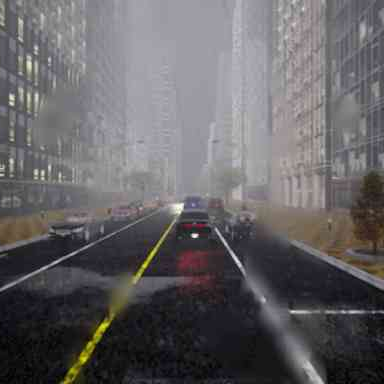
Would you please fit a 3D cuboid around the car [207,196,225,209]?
[{"bbox_3d":[2.743,1.560,39.527,2.192,1.841,5.009,-1,0,0],"label":"car"}]

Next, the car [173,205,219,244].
[{"bbox_3d":[0.125,1.608,16.500,1.837,1.490,4.892,0,0,0],"label":"car"}]

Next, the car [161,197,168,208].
[{"bbox_3d":[-5.608,1.915,56.589,1.947,1.339,4.313,-1,0,0],"label":"car"}]

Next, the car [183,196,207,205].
[{"bbox_3d":[0.159,1.449,36.609,2.150,2.045,5.566,0,0,0],"label":"car"}]

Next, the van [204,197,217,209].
[{"bbox_3d":[2.762,1.656,50.893,1.690,1.788,3.998,-1,0,0],"label":"van"}]

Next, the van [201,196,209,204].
[{"bbox_3d":[2.798,1.793,73.627,1.690,1.788,3.998,-1,0,0],"label":"van"}]

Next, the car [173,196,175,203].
[{"bbox_3d":[-5.572,1.926,79.324,1.967,1.590,4.097,-1,0,0],"label":"car"}]

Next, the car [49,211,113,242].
[{"bbox_3d":[-5.672,1.656,16.804,2.008,1.369,4.403,-1,0,0],"label":"car"}]

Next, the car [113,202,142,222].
[{"bbox_3d":[-5.653,1.757,28.171,1.802,1.307,4.206,-1,0,0],"label":"car"}]

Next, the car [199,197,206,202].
[{"bbox_3d":[2.828,2.104,90.677,2.008,1.369,4.403,-1,0,0],"label":"car"}]

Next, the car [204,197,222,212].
[{"bbox_3d":[2.752,1.595,45.211,2.192,1.841,5.009,-1,0,0],"label":"car"}]

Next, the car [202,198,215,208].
[{"bbox_3d":[2.772,1.790,56.576,1.967,1.590,4.097,-1,0,0],"label":"car"}]

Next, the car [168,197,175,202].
[{"bbox_3d":[-5.553,2.136,90.690,1.802,1.307,4.206,-1,0,0],"label":"car"}]

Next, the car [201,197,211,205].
[{"bbox_3d":[2.790,1.858,67.943,1.967,1.590,4.097,-1,0,0],"label":"car"}]

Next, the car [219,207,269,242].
[{"bbox_3d":[2.709,1.656,16.790,2.008,1.369,4.403,-1,0,0],"label":"car"}]

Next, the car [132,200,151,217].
[{"bbox_3d":[-5.645,1.651,33.855,1.967,1.590,4.097,-1,0,0],"label":"car"}]

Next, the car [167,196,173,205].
[{"bbox_3d":[-5.589,1.969,67.956,2.008,1.369,4.403,-1,0,0],"label":"car"}]

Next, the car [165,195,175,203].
[{"bbox_3d":[-5.564,1.835,85.008,2.192,1.841,5.009,-1,0,0],"label":"car"}]

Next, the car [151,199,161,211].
[{"bbox_3d":[-5.626,1.805,45.052,1.752,1.417,4.829,-1,0,0],"label":"car"}]
